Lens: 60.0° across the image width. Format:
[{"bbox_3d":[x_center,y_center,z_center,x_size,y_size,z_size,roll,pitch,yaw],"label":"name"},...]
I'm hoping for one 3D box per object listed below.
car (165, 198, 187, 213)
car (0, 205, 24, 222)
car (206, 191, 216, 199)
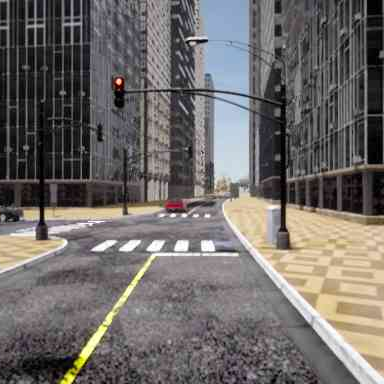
[{"bbox_3d":[-1.664,1.458,35.650,1.882,1.535,5.008,0,1,4],"label":"car"},{"bbox_3d":[-16.522,1.822,28.205,4.403,1.369,2.008,-1,1,10],"label":"car"},{"bbox_3d":[5.133,0.863,89.839,2.150,2.045,5.566,0,0,9],"label":"car"}]
